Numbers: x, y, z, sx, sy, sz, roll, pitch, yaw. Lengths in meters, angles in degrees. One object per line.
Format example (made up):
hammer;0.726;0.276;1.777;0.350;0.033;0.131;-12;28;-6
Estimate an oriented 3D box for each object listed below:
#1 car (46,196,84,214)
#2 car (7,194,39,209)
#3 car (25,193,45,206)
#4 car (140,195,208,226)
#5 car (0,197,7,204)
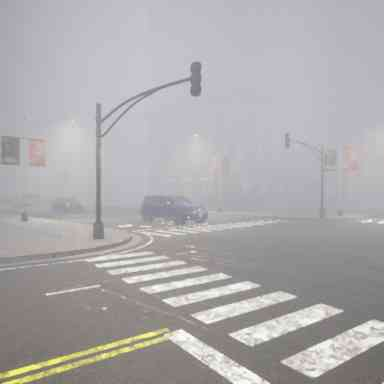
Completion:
car;-13.414;1.334;35.729;2.097;1.767;4.553;0;0;-45
car;-23.226;1.454;45.606;1.882;1.535;5.008;0;1;-44
car;-26.122;1.197;53.350;5.566;2.045;2.150;0;0;45
car;-1.420;1.211;23.790;5.566;2.045;2.150;0;0;44
car;-33.703;1.530;60.944;1.994;1.385;4.181;0;0;-45
